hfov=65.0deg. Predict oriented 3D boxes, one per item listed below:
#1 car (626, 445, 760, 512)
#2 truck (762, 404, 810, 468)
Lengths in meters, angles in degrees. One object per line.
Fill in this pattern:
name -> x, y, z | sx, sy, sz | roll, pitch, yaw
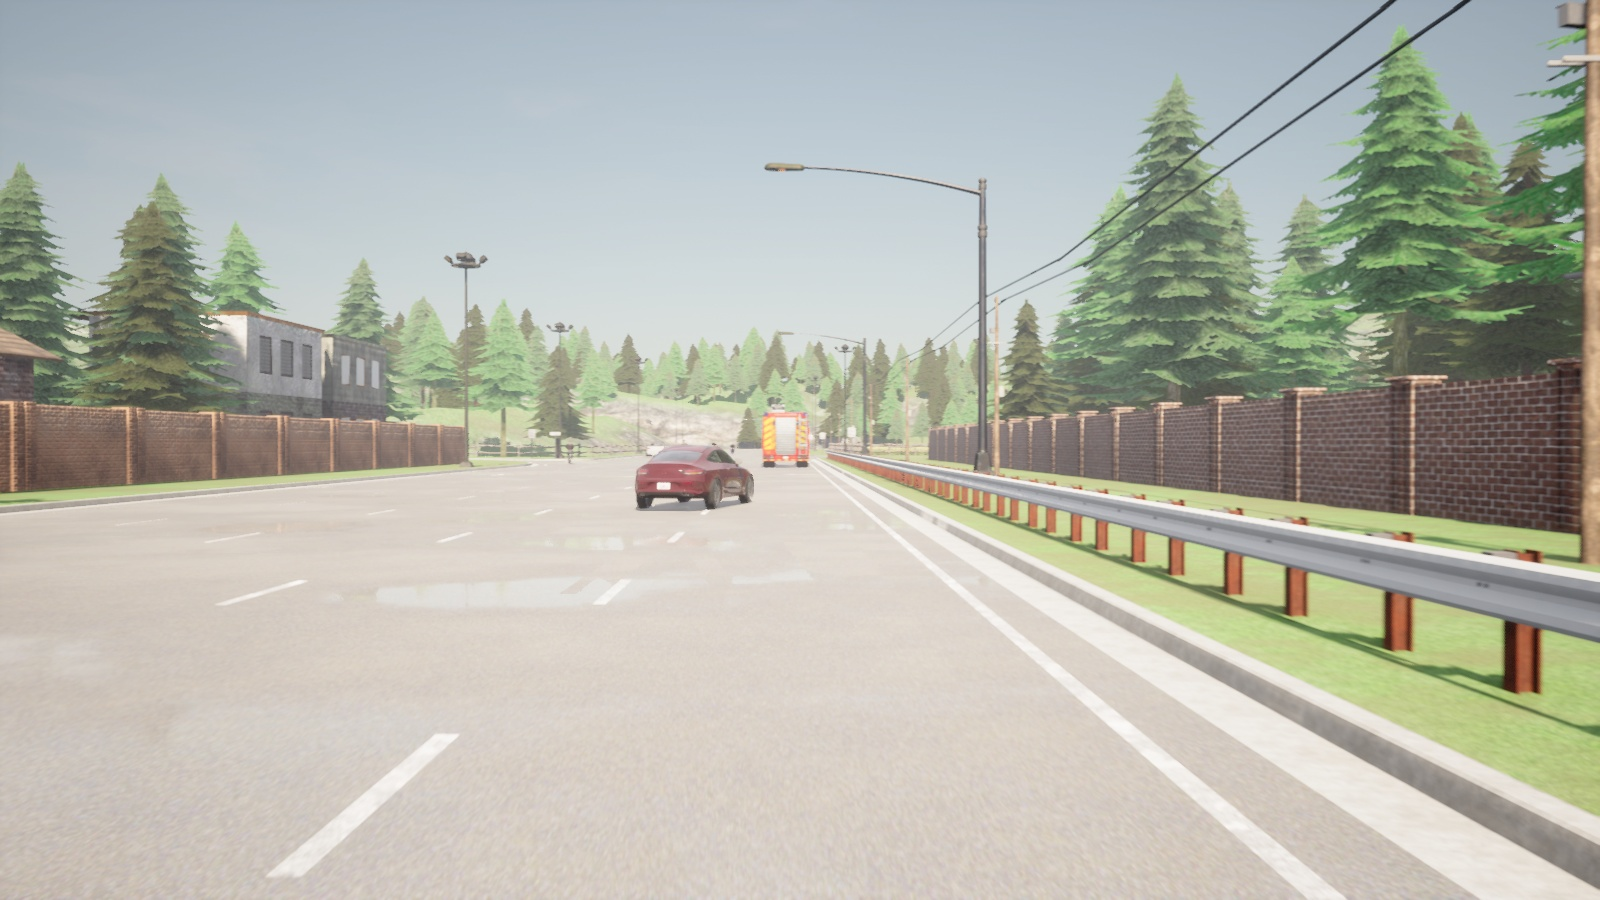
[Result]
car -> -2.423, 0.604, 29.670 | 1.812, 1.442, 4.674 | 0, 0, 13
truck -> -0.865, -0.870, 80.072 | 2.891, 3.827, 8.468 | 0, 0, -1
